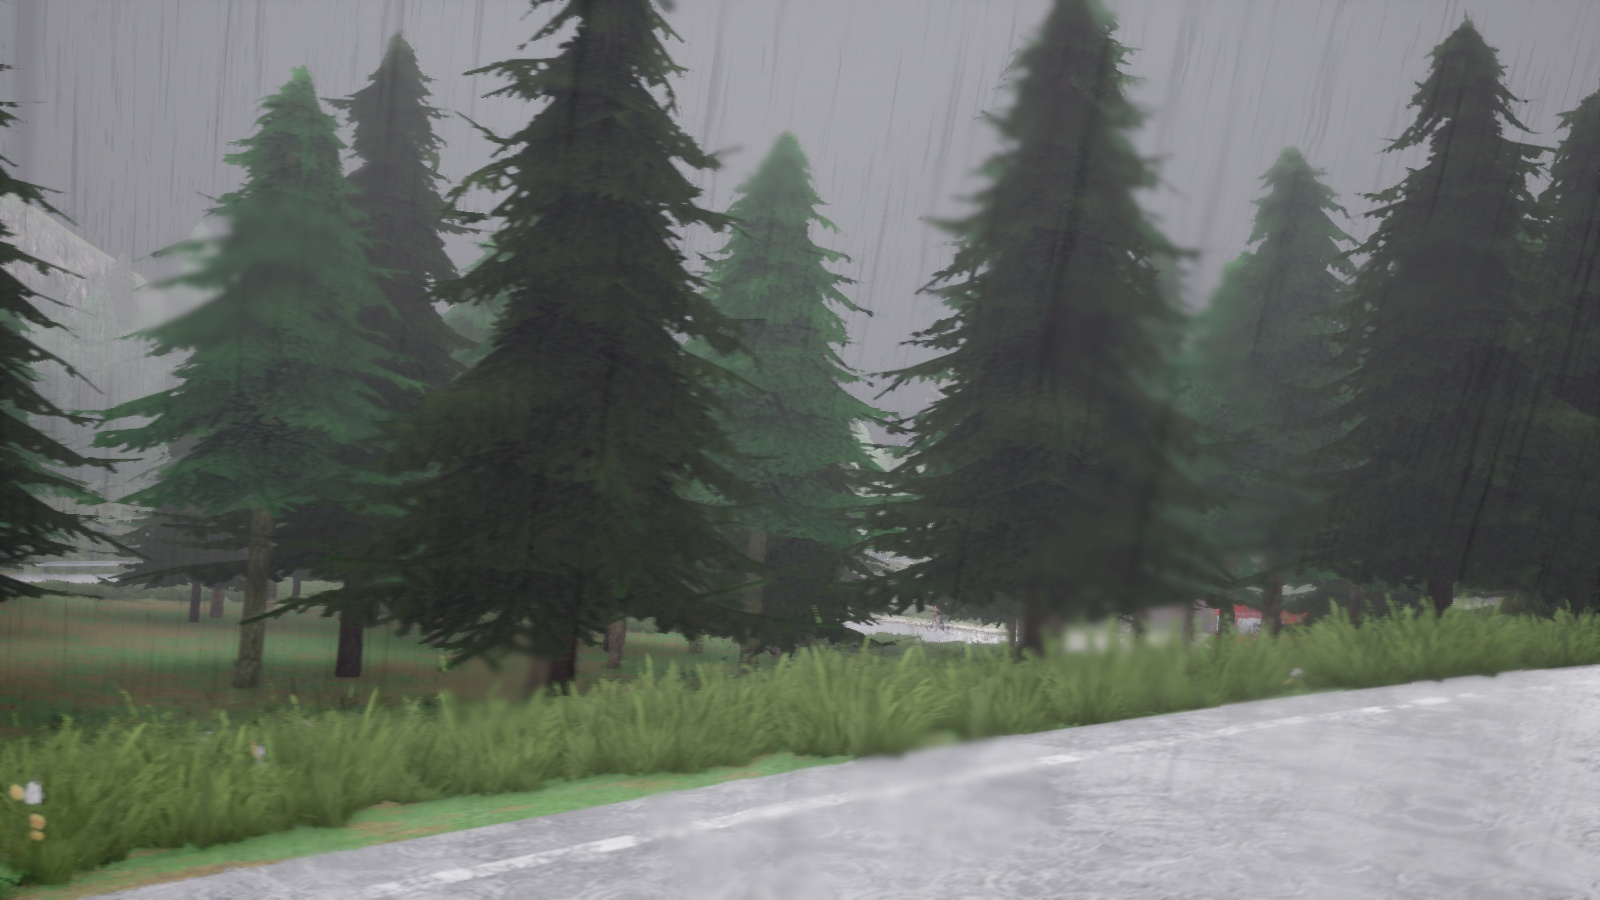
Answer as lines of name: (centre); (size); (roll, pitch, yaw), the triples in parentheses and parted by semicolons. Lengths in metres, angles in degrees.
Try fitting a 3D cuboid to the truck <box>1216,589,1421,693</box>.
truck: (24.359, 8.879, 59.218); (8.468, 3.827, 2.891); (2, -3, 31)
